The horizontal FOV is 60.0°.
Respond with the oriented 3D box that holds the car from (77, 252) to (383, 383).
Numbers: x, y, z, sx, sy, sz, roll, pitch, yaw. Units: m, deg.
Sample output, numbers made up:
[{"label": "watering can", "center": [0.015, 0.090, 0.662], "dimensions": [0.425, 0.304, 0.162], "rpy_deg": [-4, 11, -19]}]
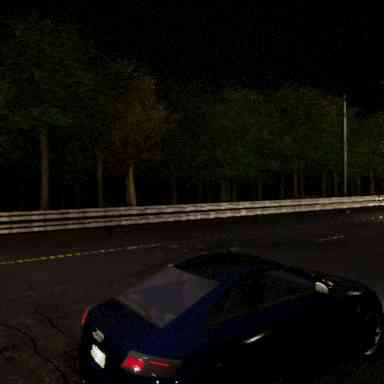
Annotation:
[{"label": "car", "center": [0.722, 1.519, 4.385], "dimensions": [4.181, 1.385, 1.994], "rpy_deg": [-1, 1, -36]}]
